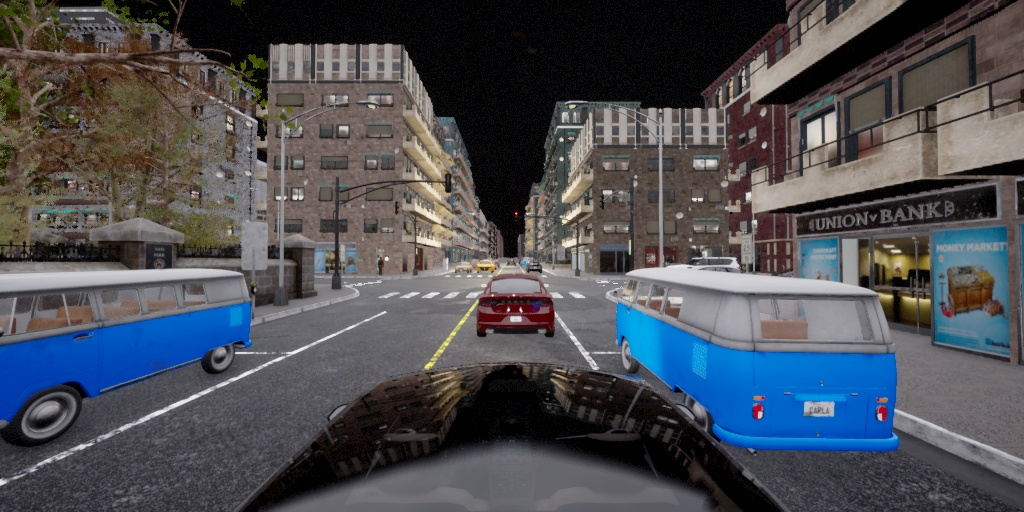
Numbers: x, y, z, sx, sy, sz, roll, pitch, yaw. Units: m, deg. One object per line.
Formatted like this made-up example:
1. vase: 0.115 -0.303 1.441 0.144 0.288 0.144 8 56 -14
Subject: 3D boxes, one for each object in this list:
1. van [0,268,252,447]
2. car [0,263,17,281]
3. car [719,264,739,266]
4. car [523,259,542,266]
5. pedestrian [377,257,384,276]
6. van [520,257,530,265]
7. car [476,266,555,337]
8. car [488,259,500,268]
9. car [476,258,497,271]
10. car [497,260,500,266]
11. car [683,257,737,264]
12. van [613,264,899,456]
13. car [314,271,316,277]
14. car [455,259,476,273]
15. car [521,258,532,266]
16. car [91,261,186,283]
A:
1. van: -5.660 1.092 4.953 1.690 1.789 3.998 0 0 0
2. car: -39.377 1.126 25.884 4.718 1.301 1.895 0 -1 1
3. car: 13.508 1.334 22.710 4.313 1.339 1.948 0 0 1
4. car: 2.640 1.331 42.908 1.948 1.339 4.313 0 0 0
5. pedestrian: -12.579 0.969 34.331 0.375 1.860 0.375 0 -1 1
6. van: 2.619 1.114 59.835 1.690 1.789 3.998 0 0 0
7. car: 0.087 1.231 10.320 1.882 1.535 5.008 0 0 0
8. car: -3.138 1.301 63.693 1.812 1.442 4.674 0 0 0
9. car: -3.154 1.244 43.593 1.882 1.535 5.008 0 0 0
10. car: -3.160 1.318 53.554 2.033 1.411 5.357 0 0 0
11. car: 15.068 1.102 28.482 5.566 2.045 2.150 0 -1 2
12. van: 2.654 1.092 4.962 1.690 1.789 3.998 0 0 0
13. car: -16.700 1.248 25.602 4.718 1.301 1.895 0 -1 1
14. car: -5.740 1.291 42.728 1.751 1.417 4.829 0 0 0
15. car: 2.633 1.319 48.551 2.007 1.370 4.403 0 0 0
16. car: -26.696 1.097 25.742 4.892 1.490 1.837 0 -1 1
